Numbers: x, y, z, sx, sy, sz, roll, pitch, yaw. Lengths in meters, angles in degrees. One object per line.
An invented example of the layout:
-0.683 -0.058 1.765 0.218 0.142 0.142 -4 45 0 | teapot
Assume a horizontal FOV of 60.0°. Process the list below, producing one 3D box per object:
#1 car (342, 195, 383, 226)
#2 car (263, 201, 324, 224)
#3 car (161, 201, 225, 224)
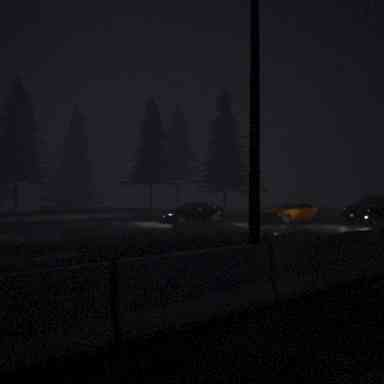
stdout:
13.255 1.216 23.655 5.566 2.045 2.150 0 0 -26 | car
7.568 1.460 24.662 5.008 1.535 1.882 0 0 -28 | car
0.125 1.474 24.539 4.892 1.490 1.837 0 0 -30 | car
